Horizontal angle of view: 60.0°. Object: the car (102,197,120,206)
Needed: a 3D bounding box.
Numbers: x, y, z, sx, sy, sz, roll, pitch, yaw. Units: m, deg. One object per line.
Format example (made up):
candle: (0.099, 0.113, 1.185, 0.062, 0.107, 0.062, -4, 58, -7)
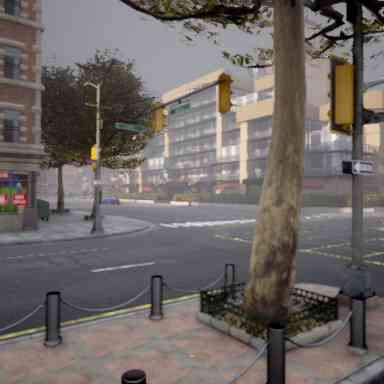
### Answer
car: (-14.758, 1.643, 60.033, 1.882, 1.535, 5.008, 1, 0, -36)
